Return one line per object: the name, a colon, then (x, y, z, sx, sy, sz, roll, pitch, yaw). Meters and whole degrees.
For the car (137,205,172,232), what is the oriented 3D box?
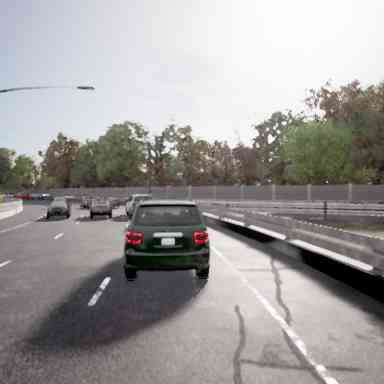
car: (-2.538, 1.611, 21.458, 1.895, 1.301, 4.718, 0, 0, -11)

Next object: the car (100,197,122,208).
car: (-12.039, 1.520, 49.279, 2.128, 1.511, 4.902, 0, 0, -26)

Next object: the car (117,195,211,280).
car: (-0.788, 1.224, 10.175, 2.150, 2.045, 5.566, 0, 0, -5)

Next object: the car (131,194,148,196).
car: (-4.888, 1.240, 31.110, 2.150, 2.045, 5.566, 0, 0, -17)

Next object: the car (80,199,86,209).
car: (-14.506, 1.629, 46.359, 1.895, 1.301, 4.718, 0, 0, -25)

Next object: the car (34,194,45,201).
car: (-39.638, 1.288, 84.960, 4.553, 1.767, 2.097, 0, 0, 38)

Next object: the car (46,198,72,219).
car: (-11.661, 1.545, 29.354, 1.812, 1.442, 4.674, 0, 0, -16)

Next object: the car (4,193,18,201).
car: (-44.617, 1.399, 79.925, 5.008, 1.535, 1.882, 0, 0, 38)

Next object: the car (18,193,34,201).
car: (-42.381, 1.145, 82.617, 5.566, 2.045, 2.150, 0, 0, 38)

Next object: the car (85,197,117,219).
car: (-8.167, 1.509, 29.838, 2.128, 1.511, 4.902, 0, 0, -16)
